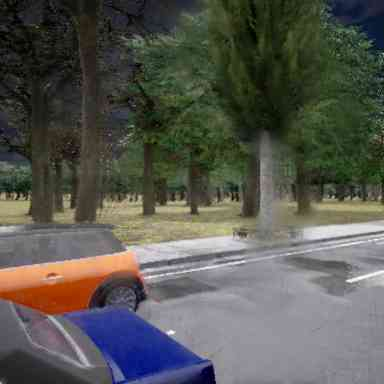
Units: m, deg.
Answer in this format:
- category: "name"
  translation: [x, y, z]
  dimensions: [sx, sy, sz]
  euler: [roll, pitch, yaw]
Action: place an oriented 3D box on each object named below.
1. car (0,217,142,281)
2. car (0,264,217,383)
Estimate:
- category: "car"
  translation: [-3.096, 1.353, 5.473]
  dimensions: [4.553, 1.767, 2.097]
  euler: [0, 0, -36]
- category: "car"
  translation: [-2.201, 1.601, 2.117]
  dimensions: [4.718, 1.301, 1.895]
  euler: [0, 0, -36]
